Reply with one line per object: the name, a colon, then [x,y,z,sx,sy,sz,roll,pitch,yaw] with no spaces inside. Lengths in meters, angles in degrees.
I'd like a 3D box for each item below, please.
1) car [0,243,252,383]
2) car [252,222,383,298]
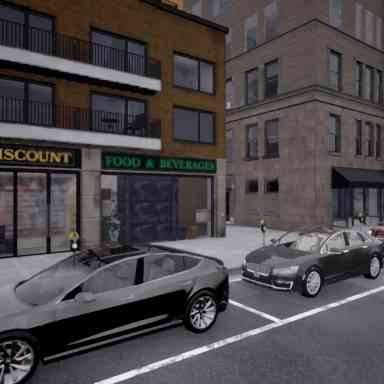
car: [-1.336,1.566,5.233,4.313,1.339,1.947,0,0,-35]
car: [3.172,1.551,8.415,4.403,1.369,2.008,0,0,-35]
